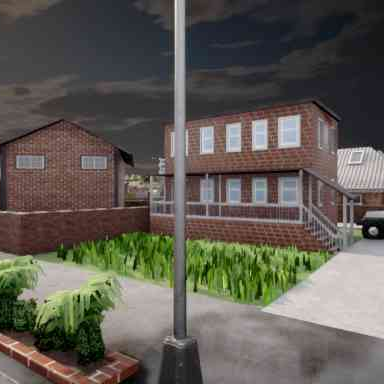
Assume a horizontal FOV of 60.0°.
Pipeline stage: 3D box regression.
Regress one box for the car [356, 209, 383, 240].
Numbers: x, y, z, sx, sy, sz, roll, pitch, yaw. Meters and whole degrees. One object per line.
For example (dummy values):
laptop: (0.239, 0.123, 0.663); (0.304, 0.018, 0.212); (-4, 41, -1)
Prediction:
car: (8.470, 0.973, 12.606); (3.866, 1.878, 1.905); (0, 0, 36)
